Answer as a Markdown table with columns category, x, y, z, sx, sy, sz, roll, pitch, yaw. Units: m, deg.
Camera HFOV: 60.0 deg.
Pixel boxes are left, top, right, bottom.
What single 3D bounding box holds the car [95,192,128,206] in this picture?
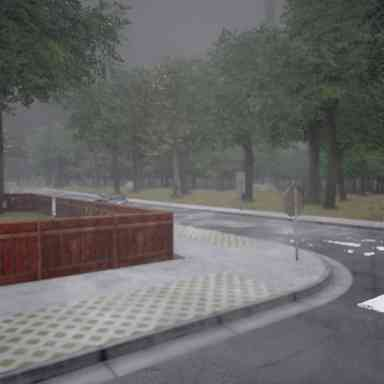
| category | x | y | z | sx | sy | sz | roll | pitch | yaw |
| --- | --- | --- | --- | --- | --- | --- | --- | --- | --- |
| car | -7.680 | 0.814 | 31.489 | 2.128 | 1.511 | 4.902 | -2 | 3 | -35 |
